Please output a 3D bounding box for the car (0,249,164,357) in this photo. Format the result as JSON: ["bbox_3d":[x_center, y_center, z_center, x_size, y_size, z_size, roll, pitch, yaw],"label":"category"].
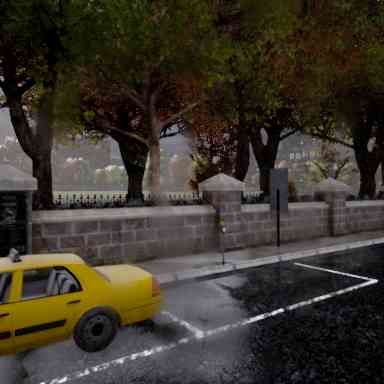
[{"bbox_3d":[-2.749,1.525,4.598,4.829,1.417,1.752,0,0,-35],"label":"car"}]
